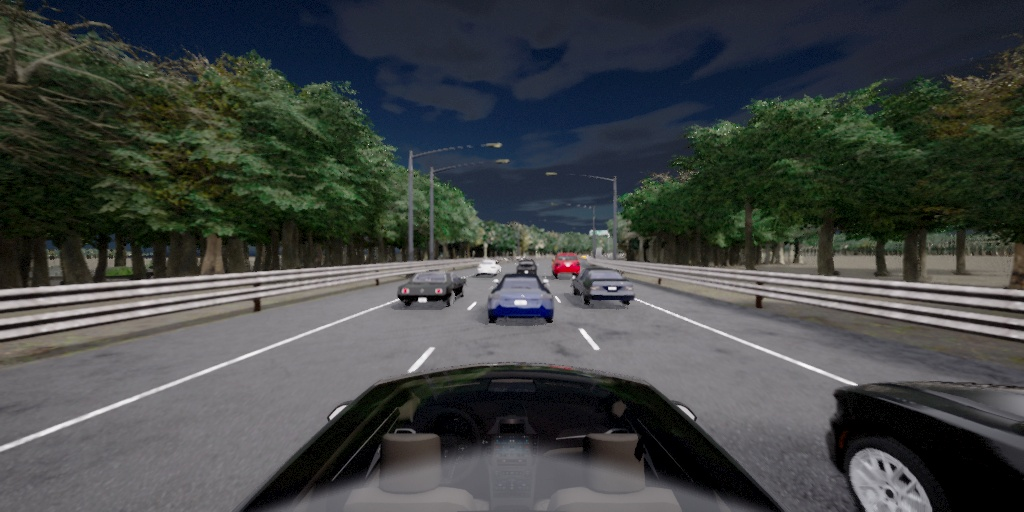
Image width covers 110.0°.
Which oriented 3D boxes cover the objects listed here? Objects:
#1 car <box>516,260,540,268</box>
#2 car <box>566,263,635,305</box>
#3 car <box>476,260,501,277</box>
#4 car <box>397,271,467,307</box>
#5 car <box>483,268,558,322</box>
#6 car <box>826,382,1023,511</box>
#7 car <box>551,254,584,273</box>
[{"bbox_3d":[1.404,1.091,32.739,1.837,1.490,4.892,0,0,4],"label":"car"},{"bbox_3d":[3.788,1.227,15.665,2.033,1.411,5.357,0,0,2],"label":"car"},{"bbox_3d":[-2.075,1.107,33.155,1.812,1.442,4.674,0,0,4],"label":"car"},{"bbox_3d":[-3.123,1.278,15.065,1.895,1.301,4.718,0,0,2],"label":"car"},{"bbox_3d":[0.295,1.260,12.029,1.994,1.385,4.181,0,0,1],"label":"car"},{"bbox_3d":[3.519,1.236,0.866,1.882,1.535,5.008,0,0,0],"label":"car"},{"bbox_3d":[4.678,0.816,31.326,2.150,2.045,5.566,0,0,4],"label":"car"}]
